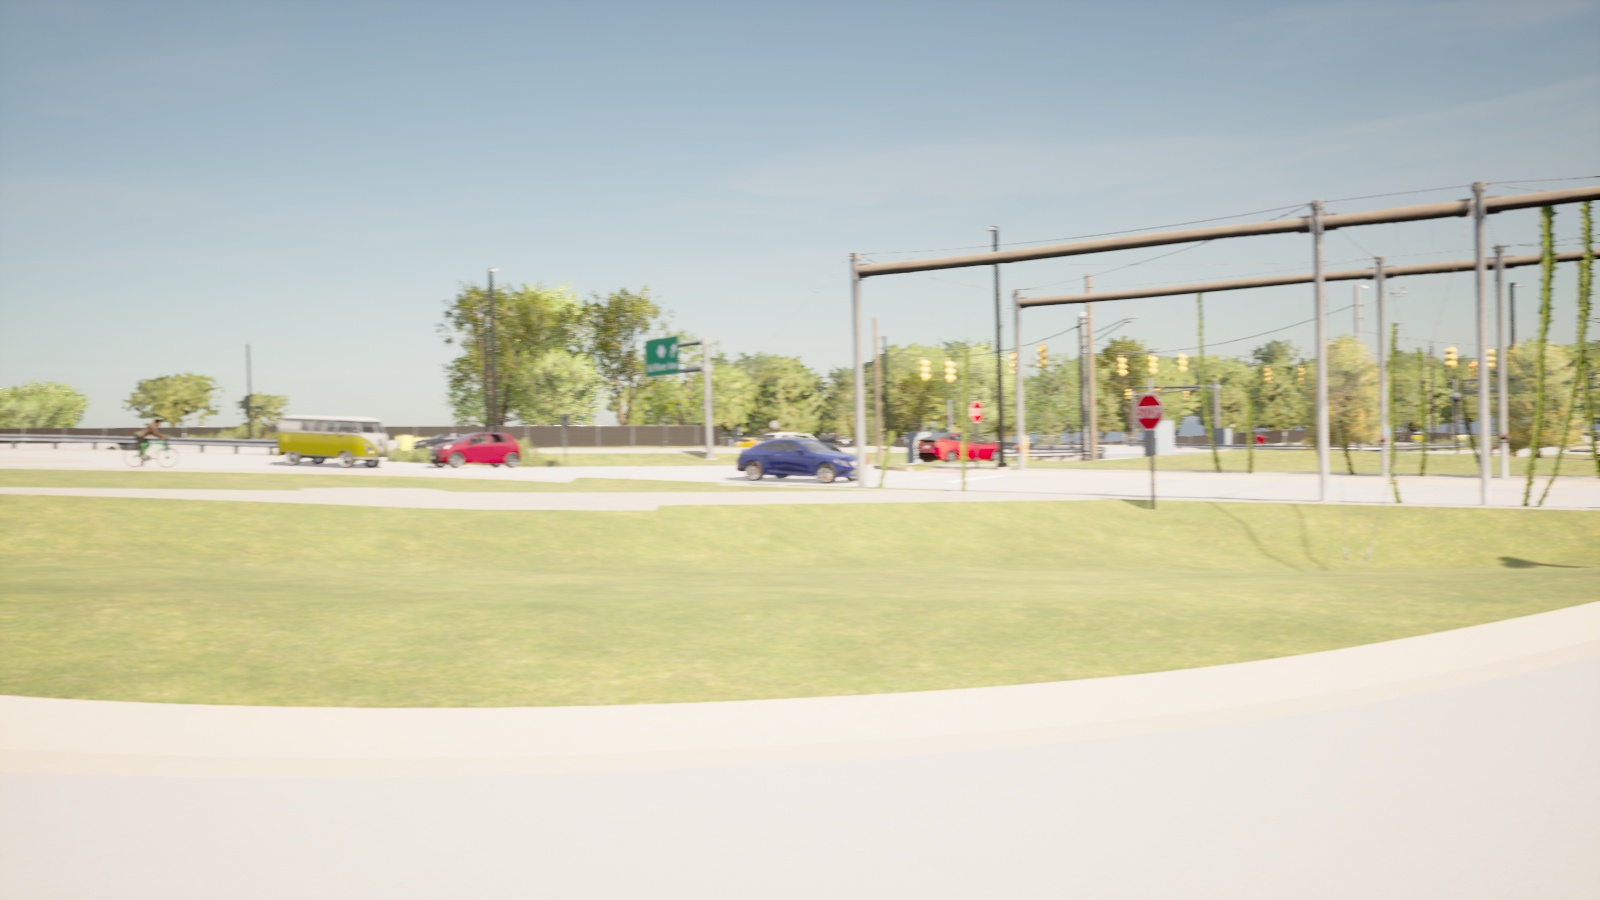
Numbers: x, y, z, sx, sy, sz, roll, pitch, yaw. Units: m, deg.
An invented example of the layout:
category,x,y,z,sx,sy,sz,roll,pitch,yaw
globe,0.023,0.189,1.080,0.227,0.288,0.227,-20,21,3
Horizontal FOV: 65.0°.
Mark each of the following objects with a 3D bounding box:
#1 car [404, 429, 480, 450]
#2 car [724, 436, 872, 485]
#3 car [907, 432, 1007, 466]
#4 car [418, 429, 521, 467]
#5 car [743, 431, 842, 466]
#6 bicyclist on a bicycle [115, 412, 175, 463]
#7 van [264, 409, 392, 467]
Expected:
category,x,y,z,sx,sy,sz,roll,pitch,yaw
car,-26.012,-0.737,91.322,4.902,1.511,2.128,0,0,-34
car,-0.109,0.322,41.635,4.674,1.442,1.812,2,2,33
car,7.398,-0.041,59.145,4.514,1.525,2.007,0,0,-35
car,-13.654,-0.083,51.941,3.633,1.501,1.845,1,0,-40
car,-0.308,-0.050,53.911,3.806,1.475,1.970,0,0,-32
bicyclist on a bicycle,-21.634,-0.393,41.498,1.656,1.620,0.582,2,-1,-35
van,-18.216,-0.475,48.509,4.442,1.987,1.775,3,1,19
